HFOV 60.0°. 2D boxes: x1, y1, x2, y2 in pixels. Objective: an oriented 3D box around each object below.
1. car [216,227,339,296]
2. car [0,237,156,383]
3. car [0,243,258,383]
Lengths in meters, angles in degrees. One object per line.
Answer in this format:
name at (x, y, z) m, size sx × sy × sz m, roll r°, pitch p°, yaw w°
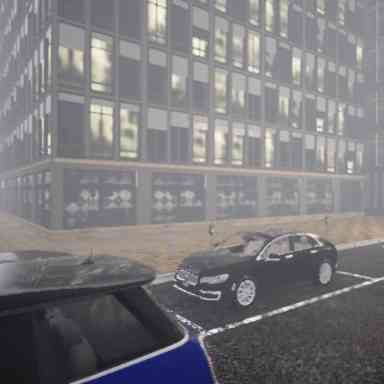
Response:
car at (1.647, 1.545, 7.730) m, size 4.403 × 1.369 × 2.008 m, roll 0°, pitch 0°, yaw -35°
car at (-2.863, 1.566, 4.514) m, size 4.313 × 1.339 × 1.947 m, roll 0°, pitch 0°, yaw -35°
car at (-1.993, 1.352, 1.952) m, size 4.553 × 1.767 × 2.097 m, roll 0°, pitch 0°, yaw -36°
